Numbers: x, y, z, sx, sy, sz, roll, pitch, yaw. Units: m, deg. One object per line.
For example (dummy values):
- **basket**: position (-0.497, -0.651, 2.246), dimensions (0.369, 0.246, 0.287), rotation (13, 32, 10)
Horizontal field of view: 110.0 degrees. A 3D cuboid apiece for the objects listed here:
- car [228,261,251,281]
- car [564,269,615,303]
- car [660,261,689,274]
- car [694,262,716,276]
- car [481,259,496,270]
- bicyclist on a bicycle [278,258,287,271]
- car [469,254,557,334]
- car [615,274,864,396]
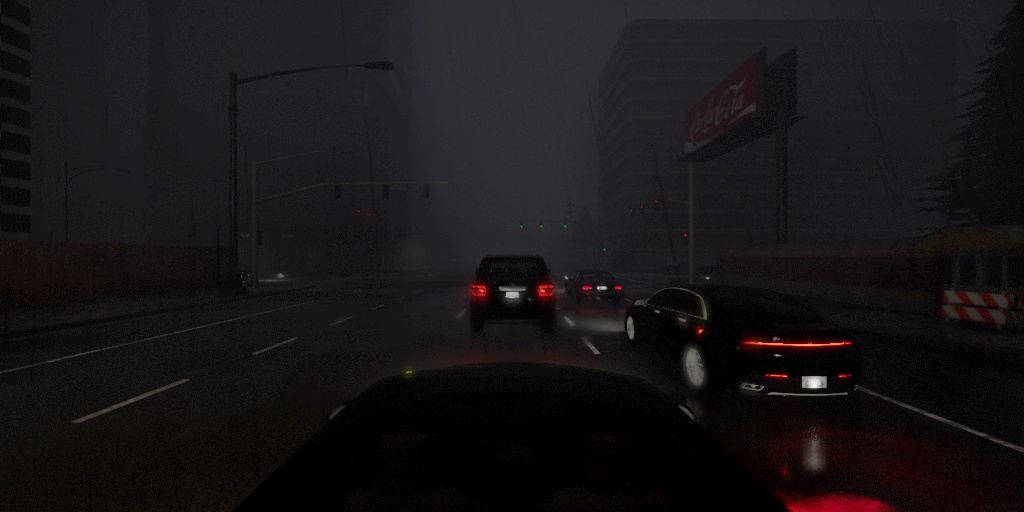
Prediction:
- **car**: position (-23.214, 1.255, 28.296), dimensions (4.892, 1.490, 1.837), rotation (0, 0, 0)
- **car**: position (3.607, 1.298, 16.513), dimensions (2.033, 1.411, 5.357), rotation (0, 0, 1)
- **car**: position (18.632, 1.276, 39.223), dimensions (4.674, 1.442, 1.812), rotation (0, 0, 0)
- **car**: position (21.315, 1.228, 35.738), dimensions (5.008, 1.535, 1.882), rotation (0, 0, 0)
- **car**: position (-3.557, 1.276, 54.949), dimensions (1.812, 1.442, 4.674), rotation (0, 0, 0)
- **bicyclist on a bicycle**: position (-28.008, 1.051, 43.751), dimensions (0.582, 1.620, 1.656), rotation (0, 0, 0)
- **car**: position (0.043, 0.972, 10.796), dimensions (2.150, 2.045, 5.566), rotation (0, 0, 1)
- **car**: position (3.600, 1.255, 6.691), dimensions (1.837, 1.490, 4.892), rotation (0, 0, 0)
